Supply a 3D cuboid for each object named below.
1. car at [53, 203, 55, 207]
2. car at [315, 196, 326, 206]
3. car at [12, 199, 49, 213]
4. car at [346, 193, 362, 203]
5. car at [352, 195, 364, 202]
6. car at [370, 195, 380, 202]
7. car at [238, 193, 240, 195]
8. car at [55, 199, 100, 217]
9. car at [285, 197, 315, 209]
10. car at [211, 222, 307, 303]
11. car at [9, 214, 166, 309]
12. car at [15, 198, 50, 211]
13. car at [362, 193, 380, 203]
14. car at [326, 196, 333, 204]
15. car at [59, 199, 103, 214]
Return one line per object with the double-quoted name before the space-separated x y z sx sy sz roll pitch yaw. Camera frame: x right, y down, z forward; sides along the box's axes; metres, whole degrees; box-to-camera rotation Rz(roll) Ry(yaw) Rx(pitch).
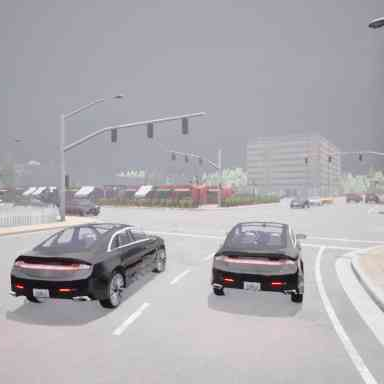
"car" -16.288 1.603 44.314 5.357 1.411 2.033 0 0 32
"car" 20.318 1.526 54.846 1.812 1.442 4.674 0 0 32
"car" -18.117 1.619 36.966 4.181 1.385 1.994 0 0 32
"car" 34.124 1.225 70.434 2.150 2.045 5.566 0 0 32
"car" 39.702 1.540 79.488 2.033 1.411 5.357 0 0 32
"car" 42.463 1.524 77.297 1.812 1.442 4.674 0 0 32
"car" 11.527 1.209 88.628 4.605 1.855 1.932 0 0 32
"car" -11.003 1.619 32.491 4.181 1.385 1.994 0 0 33
"car" 15.146 1.491 46.470 2.128 1.511 4.902 0 0 32
"car" 1.783 1.492 8.358 2.128 1.511 4.902 0 0 17
"car" -2.035 1.492 7.980 2.128 1.511 4.902 0 0 12
"car" -20.365 1.581 42.508 4.674 1.442 1.812 0 0 32
"car" 36.910 1.225 68.284 2.150 2.045 5.566 0 0 32
"car" 25.683 1.478 63.429 1.882 1.535 5.008 0 0 32
"car" -12.563 1.547 37.617 4.902 1.511 2.128 0 0 32
